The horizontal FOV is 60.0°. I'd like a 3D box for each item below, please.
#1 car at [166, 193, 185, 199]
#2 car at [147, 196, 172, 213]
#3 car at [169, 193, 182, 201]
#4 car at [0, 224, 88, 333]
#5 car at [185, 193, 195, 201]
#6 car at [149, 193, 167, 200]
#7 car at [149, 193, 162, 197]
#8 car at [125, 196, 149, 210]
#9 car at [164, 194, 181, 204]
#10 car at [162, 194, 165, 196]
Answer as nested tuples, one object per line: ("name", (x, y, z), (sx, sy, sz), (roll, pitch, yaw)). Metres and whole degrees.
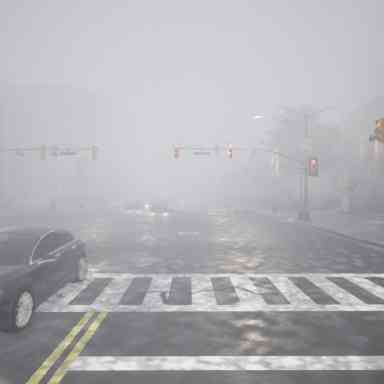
("car", (-4.335, 1.355, 86.140), (2.097, 1.767, 4.553), (0, 0, -29))
("car", (-3.643, 1.525, 37.558), (1.812, 1.442, 4.674), (0, 0, 0))
("car", (-3.981, 1.553, 73.128), (1.994, 1.385, 4.181), (0, 0, -7))
("car", (-3.607, 1.505, 6.827), (1.837, 1.490, 4.892), (0, 0, 0))
("car", (-1.292, 1.225, 87.845), (2.150, 2.045, 5.566), (0, 0, -29))
("car", (-9.751, 1.175, 94.464), (2.150, 2.045, 5.566), (0, 0, -43))
("car", (-7.176, 1.491, 59.582), (2.128, 1.511, 4.902), (0, 0, 0))
("car", (-7.148, 1.548, 42.378), (2.033, 1.411, 5.357), (0, 0, 0))
("car", (-3.690, 1.547, 61.974), (2.033, 1.411, 5.357), (0, 0, 0))
("car", (-7.519, 1.595, 73.139), (1.895, 1.301, 4.718), (0, 0, -7))
